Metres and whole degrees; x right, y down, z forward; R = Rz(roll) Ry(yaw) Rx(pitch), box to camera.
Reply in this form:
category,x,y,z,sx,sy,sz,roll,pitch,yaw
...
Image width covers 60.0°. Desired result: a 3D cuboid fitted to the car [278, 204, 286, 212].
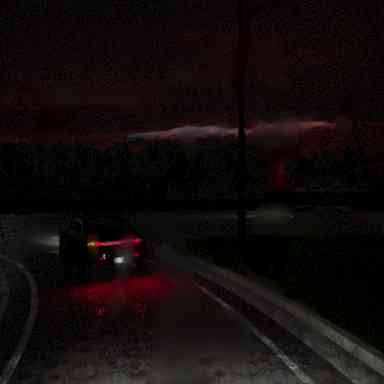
category,x,y,z,sx,sy,sz,roll,pitch,yaw
car,11.268,1.352,32.625,5.357,1.411,2.033,0,0,-1

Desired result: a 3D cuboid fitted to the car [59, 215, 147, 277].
category,x,y,z,sx,sy,sz,roll,pitch,yaw
car,-2.928,1.476,10.376,2.128,1.511,4.902,-1,0,-28

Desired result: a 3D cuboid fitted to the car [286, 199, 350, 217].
category,x,y,z,sx,sy,sz,roll,pitch,yaw
car,11.062,1.419,29.120,4.718,1.301,1.895,0,0,-1
